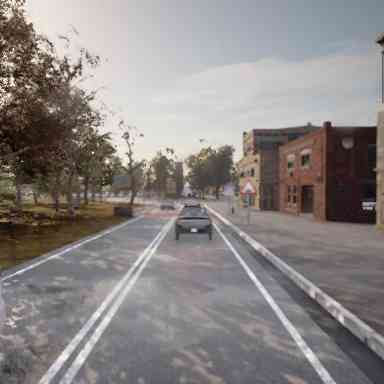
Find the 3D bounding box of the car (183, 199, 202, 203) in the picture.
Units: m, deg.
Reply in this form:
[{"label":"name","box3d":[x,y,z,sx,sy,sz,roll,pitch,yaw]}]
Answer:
[{"label":"car","box3d":[0.044,1.525,35.888,1.882,1.535,5.008,0,5,0]}]

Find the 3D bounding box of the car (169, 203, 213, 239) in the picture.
[{"label":"car","box3d":[0.088,1.553,17.656,2.128,1.511,4.902,0,0,0]}]

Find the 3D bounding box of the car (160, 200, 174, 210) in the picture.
[{"label":"car","box3d":[-3.421,1.831,47.046,2.033,1.411,5.357,0,0,0]}]

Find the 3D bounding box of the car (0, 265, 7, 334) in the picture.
[{"label":"car","box3d":[-3.350,1.222,1.818,2.150,2.045,5.566,0,0,0]}]
